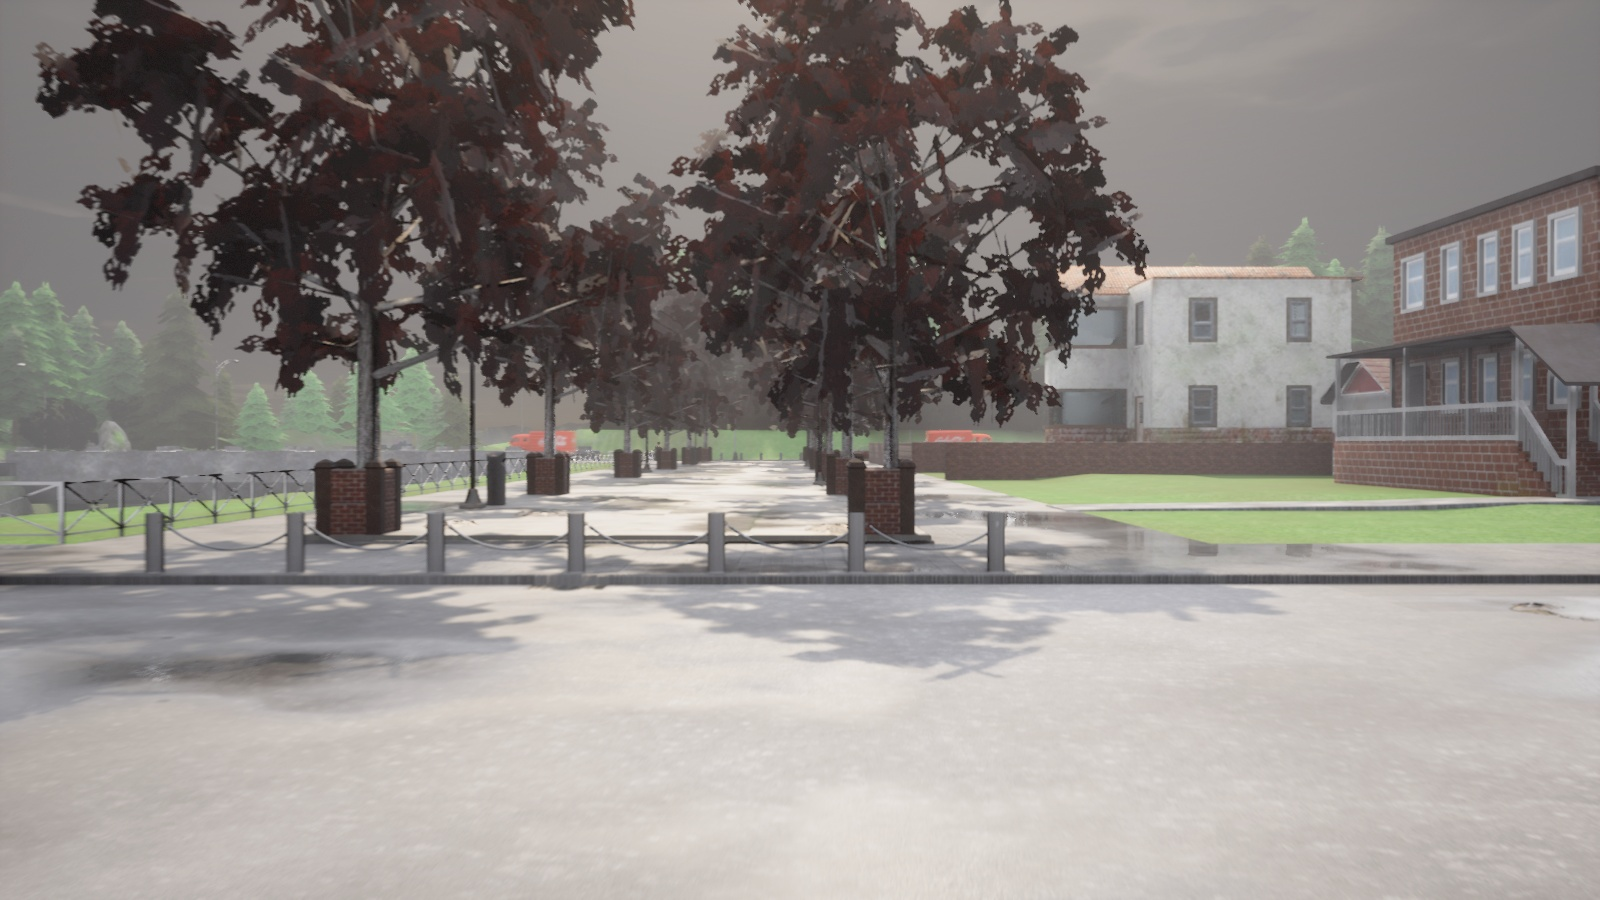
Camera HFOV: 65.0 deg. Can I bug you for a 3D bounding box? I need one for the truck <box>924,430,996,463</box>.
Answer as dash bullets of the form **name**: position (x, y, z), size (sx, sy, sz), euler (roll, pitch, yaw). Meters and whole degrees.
- **truck**: position (12.398, -0.270, 97.630), size (5.204, 2.467, 2.627), euler (0, 0, 0)
